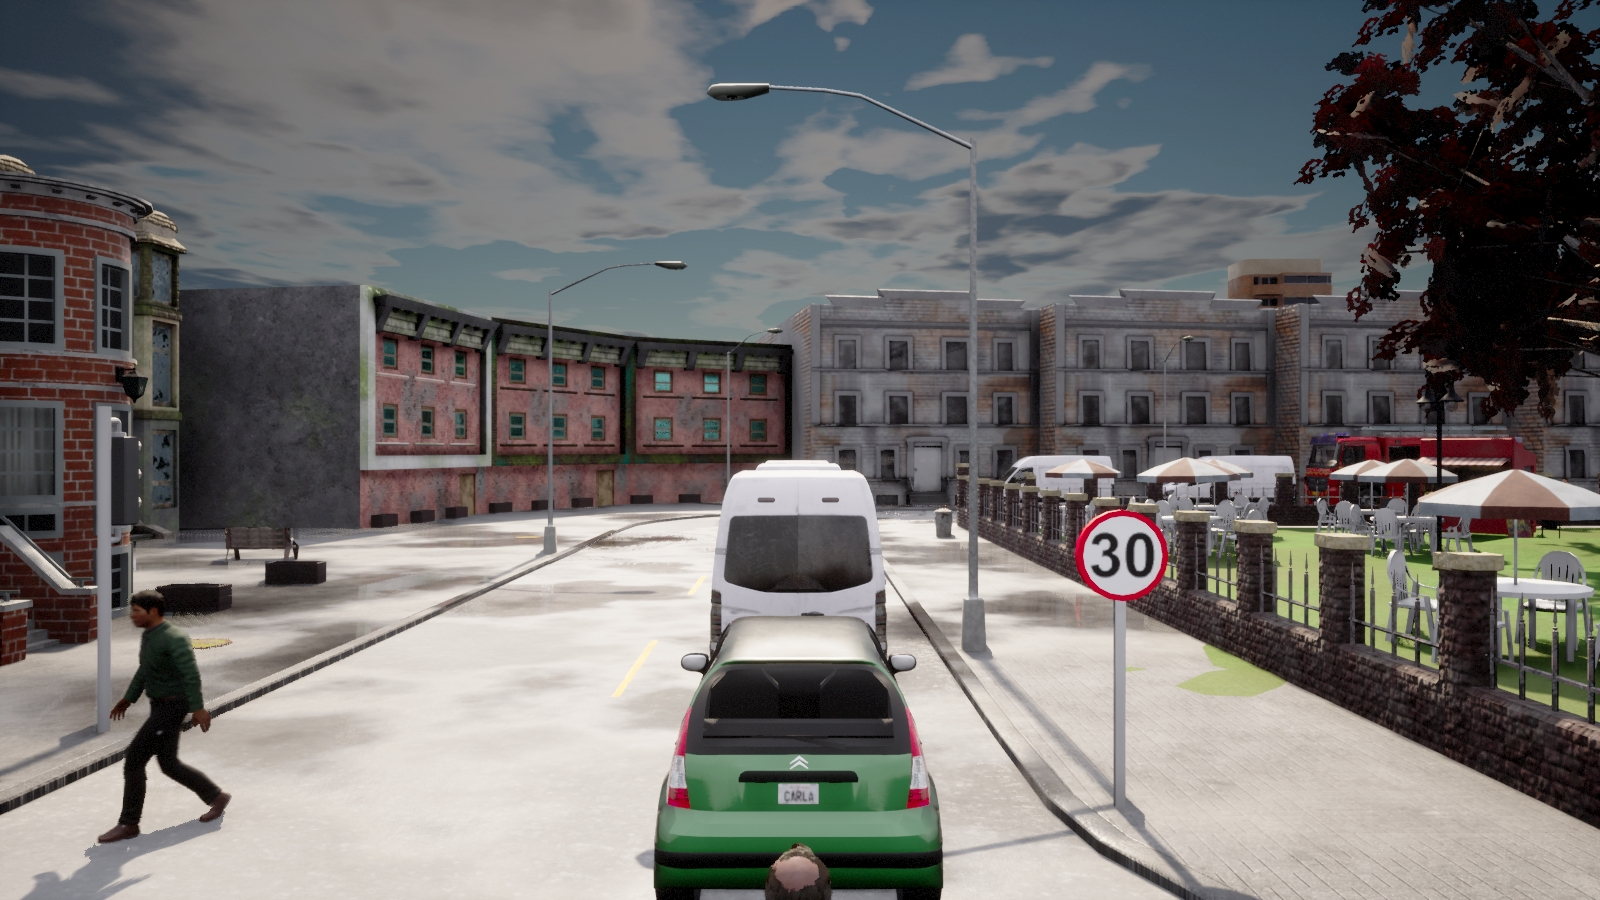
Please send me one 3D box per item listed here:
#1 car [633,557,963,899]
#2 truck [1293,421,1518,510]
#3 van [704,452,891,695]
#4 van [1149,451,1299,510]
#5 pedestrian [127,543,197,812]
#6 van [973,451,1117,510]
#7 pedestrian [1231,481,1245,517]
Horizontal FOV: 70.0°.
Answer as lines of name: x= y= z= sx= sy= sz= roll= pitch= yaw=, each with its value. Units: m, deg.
car: x=-0.015 y=1.779 z=8.404 sx=1.851 sy=1.617 sz=3.988 roll=0 pitch=0 yaw=0
truck: x=26.739 y=0.670 z=50.713 sx=8.468 sy=3.827 sz=2.891 roll=0 pitch=0 yaw=0
van: x=-0.025 y=1.315 z=15.105 sx=1.988 sy=2.561 sz=5.915 roll=0 pitch=0 yaw=0
van: x=18.656 y=1.314 z=50.452 sx=5.915 sy=2.561 sz=1.988 roll=0 pitch=0 yaw=0
pedestrian: x=-4.653 y=1.629 z=8.334 sx=0.375 sy=1.860 sz=0.375 roll=0 pitch=0 yaw=-41
van: x=10.767 y=1.314 z=50.430 sx=5.915 sy=2.561 sz=1.988 roll=0 pitch=0 yaw=0
pedestrian: x=16.097 y=1.805 z=41.996 sx=0.375 sy=1.300 sz=0.375 roll=0 pitch=0 yaw=8
